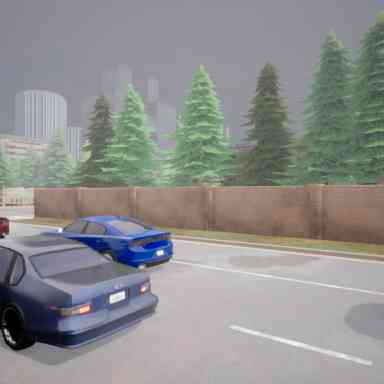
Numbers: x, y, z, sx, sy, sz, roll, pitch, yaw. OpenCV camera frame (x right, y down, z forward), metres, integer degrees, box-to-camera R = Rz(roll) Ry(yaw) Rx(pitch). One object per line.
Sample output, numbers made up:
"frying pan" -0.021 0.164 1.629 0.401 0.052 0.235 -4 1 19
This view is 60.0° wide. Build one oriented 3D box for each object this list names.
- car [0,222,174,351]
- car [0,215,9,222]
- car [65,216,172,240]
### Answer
"car" -3.111 1.547 6.200 5.357 1.411 2.033 0 0 35
"car" -10.699 1.477 15.907 5.008 1.535 1.882 0 0 35
"car" -2.867 1.477 10.331 5.008 1.535 1.882 0 0 35
